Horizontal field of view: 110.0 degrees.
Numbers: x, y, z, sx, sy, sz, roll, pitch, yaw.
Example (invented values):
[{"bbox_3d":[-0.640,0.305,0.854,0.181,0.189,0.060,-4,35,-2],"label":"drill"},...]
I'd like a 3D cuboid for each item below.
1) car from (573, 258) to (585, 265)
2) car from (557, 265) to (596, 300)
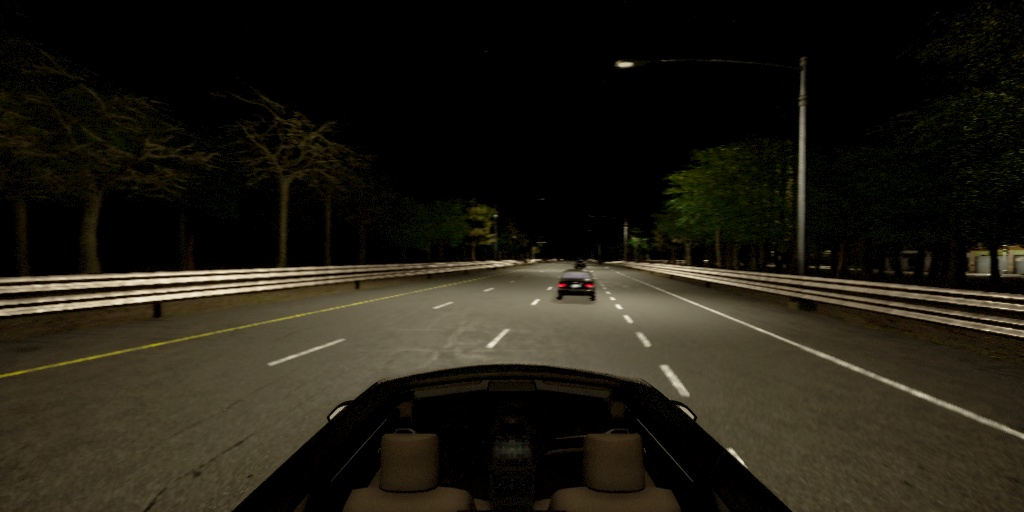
[{"bbox_3d":[10.590,1.541,56.090,1.837,1.490,4.892,1,0,11],"label":"car"},{"bbox_3d":[3.305,1.387,18.409,2.033,1.411,5.357,1,0,11],"label":"car"}]
